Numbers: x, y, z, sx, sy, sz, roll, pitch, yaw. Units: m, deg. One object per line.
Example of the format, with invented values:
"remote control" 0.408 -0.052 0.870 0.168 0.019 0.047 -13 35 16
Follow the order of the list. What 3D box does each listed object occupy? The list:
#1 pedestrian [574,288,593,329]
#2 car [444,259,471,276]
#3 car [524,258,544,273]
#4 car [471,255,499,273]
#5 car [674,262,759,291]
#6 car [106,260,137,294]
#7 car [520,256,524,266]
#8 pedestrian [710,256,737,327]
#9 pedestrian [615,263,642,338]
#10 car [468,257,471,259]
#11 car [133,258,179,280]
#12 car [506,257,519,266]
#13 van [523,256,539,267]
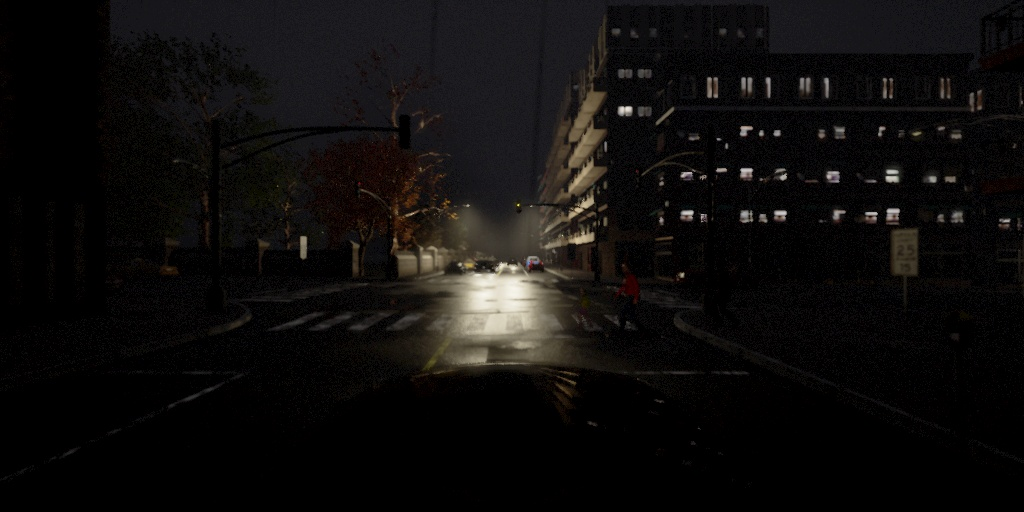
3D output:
"pedestrian" 1.993 1.399 9.742 0.500 1.100 0.500 0 0 0
"car" -5.637 1.218 36.084 1.948 1.339 4.313 0 0 0
"car" 2.752 1.184 41.701 1.888 1.381 4.507 0 0 0
"car" -3.023 0.863 41.260 2.150 2.045 5.566 0 0 0
"car" 13.483 1.282 23.714 5.009 1.841 2.192 0 0 0
"car" -18.942 0.963 15.073 4.207 1.307 1.802 0 0 0
"car" 2.779 1.045 58.592 1.967 1.591 4.097 0 0 0
"pedestrian" 5.366 0.867 9.136 0.375 1.860 0.375 0 0 0
"pedestrian" 2.769 1.022 8.540 0.375 1.860 0.375 0 0 0
"car" -5.619 1.152 47.176 1.751 1.417 4.829 0 0 0
"car" -24.710 0.812 23.408 4.829 1.417 1.751 0 0 0
"car" 0.097 1.100 64.373 1.837 1.490 4.892 0 0 0
"van" 2.762 0.967 47.332 1.690 1.789 3.998 0 0 0
